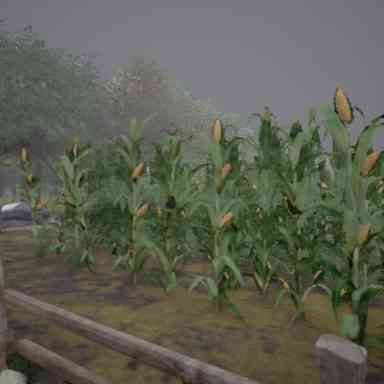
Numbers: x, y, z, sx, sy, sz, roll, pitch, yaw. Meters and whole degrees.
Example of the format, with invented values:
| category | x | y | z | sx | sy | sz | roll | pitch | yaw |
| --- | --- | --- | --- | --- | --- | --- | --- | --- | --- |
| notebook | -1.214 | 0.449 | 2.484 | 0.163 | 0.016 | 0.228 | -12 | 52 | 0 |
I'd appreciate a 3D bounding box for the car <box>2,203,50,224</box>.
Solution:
| category | x | y | z | sx | sy | sz | roll | pitch | yaw |
| --- | --- | --- | --- | --- | --- | --- | --- | --- | --- |
| car | -12.701 | 1.505 | 24.148 | 1.812 | 1.442 | 4.674 | 1 | -1 | 34 |
